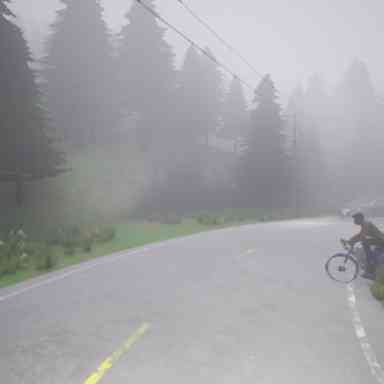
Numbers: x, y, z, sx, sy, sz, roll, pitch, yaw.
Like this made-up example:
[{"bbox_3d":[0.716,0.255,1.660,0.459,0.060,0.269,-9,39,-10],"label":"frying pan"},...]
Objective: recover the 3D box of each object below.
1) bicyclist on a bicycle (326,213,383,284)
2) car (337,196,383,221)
[{"bbox_3d":[3.837,1.292,7.330,1.656,1.620,0.582,1,1,26],"label":"bicyclist on a bicycle"},{"bbox_3d":[11.764,1.047,22.051,4.902,1.511,2.128,0,2,-28],"label":"car"}]
